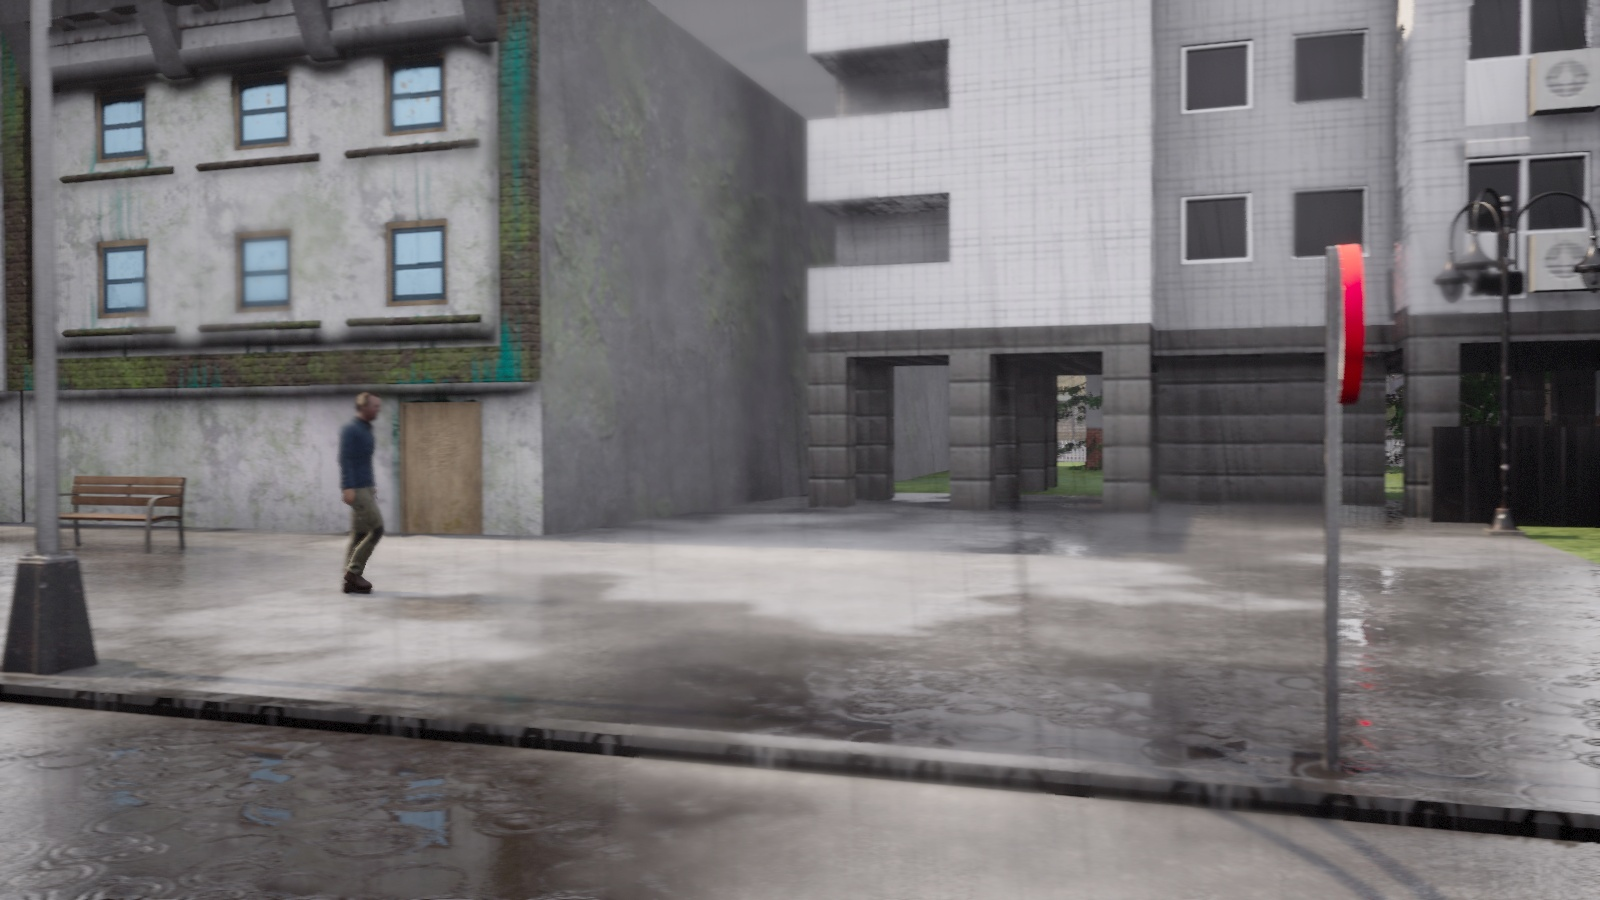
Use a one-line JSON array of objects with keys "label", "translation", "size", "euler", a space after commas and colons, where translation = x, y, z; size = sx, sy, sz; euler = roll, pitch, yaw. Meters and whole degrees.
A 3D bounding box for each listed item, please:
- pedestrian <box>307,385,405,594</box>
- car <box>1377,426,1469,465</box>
[{"label": "pedestrian", "translation": [-3.990, 0.340, 11.298], "size": [0.726, 1.842, 0.402], "euler": [0, 1, 6]}, {"label": "car", "translation": [30.963, -0.262, 62.486], "size": [3.866, 1.878, 1.905], "euler": [1, 1, 19]}]
